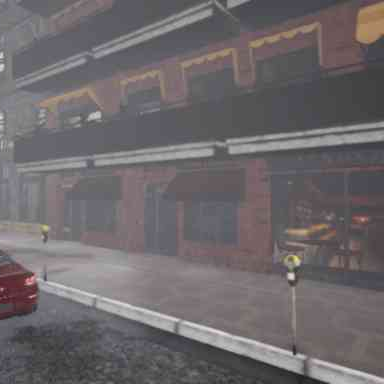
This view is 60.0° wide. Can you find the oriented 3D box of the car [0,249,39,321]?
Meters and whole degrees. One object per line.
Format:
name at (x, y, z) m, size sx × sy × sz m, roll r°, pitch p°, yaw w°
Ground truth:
car at (-4.428, 1.525, 6.048) m, size 4.206 × 1.307 × 1.802 m, roll 1°, pitch -1°, yaw 36°
